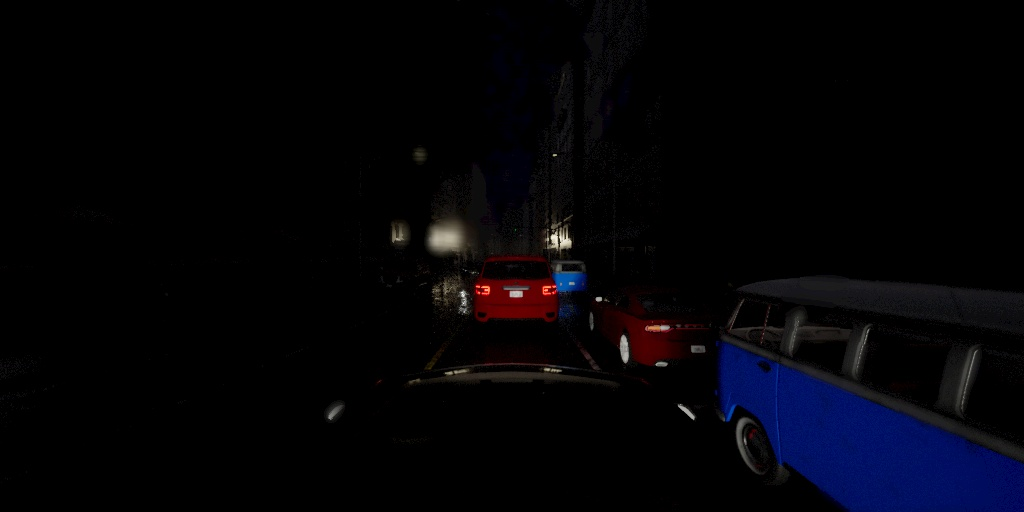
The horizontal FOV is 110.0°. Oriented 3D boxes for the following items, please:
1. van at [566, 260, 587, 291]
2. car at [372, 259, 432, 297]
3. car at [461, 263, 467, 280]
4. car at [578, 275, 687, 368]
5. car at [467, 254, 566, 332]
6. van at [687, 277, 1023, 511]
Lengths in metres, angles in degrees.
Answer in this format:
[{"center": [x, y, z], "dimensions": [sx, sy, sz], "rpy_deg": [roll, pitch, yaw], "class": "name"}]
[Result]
[{"center": [2.878, 1.086, 19.054], "dimensions": [1.690, 1.789, 3.998], "rpy_deg": [0, 0, 0], "class": "van"}, {"center": [-5.647, 1.060, 19.025], "dimensions": [2.192, 1.841, 5.009], "rpy_deg": [0, 0, 0], "class": "car"}, {"center": [-2.965, 1.044, 29.519], "dimensions": [1.837, 1.490, 4.892], "rpy_deg": [0, 0, 0], "class": "car"}, {"center": [2.863, 1.294, 7.733], "dimensions": [1.888, 1.381, 4.507], "rpy_deg": [0, 0, 0], "class": "car"}, {"center": [0.113, 0.970, 10.954], "dimensions": [2.150, 2.045, 5.566], "rpy_deg": [0, 0, 0], "class": "car"}, {"center": [2.856, 1.091, 2.072], "dimensions": [1.690, 1.789, 3.998], "rpy_deg": [0, 0, 0], "class": "van"}]
